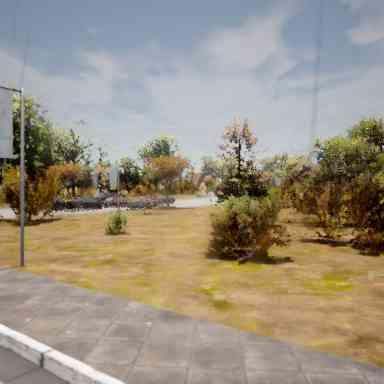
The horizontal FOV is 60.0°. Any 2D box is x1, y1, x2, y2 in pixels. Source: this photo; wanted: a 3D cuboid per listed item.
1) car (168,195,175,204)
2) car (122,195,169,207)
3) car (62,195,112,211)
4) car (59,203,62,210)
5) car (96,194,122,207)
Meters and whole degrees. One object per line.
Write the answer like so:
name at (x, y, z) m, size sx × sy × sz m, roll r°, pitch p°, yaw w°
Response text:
car at (-4.881, 1.290, 55.804) m, size 2.128 × 1.511 × 4.902 m, roll 0°, pitch 1°, yaw 39°
car at (-5.934, 1.480, 43.025) m, size 2.033 × 1.411 × 5.357 m, roll 0°, pitch 1°, yaw 39°
car at (-12.631, 1.451, 40.280) m, size 1.882 × 1.535 × 5.008 m, roll 0°, pitch 0°, yaw 39°
car at (-17.652, 1.334, 39.935) m, size 2.097 × 1.767 × 4.553 m, roll 0°, pitch 0°, yaw 39°
car at (-11.403, 1.454, 47.698) m, size 1.812 × 1.442 × 4.674 m, roll 0°, pitch 1°, yaw 38°
